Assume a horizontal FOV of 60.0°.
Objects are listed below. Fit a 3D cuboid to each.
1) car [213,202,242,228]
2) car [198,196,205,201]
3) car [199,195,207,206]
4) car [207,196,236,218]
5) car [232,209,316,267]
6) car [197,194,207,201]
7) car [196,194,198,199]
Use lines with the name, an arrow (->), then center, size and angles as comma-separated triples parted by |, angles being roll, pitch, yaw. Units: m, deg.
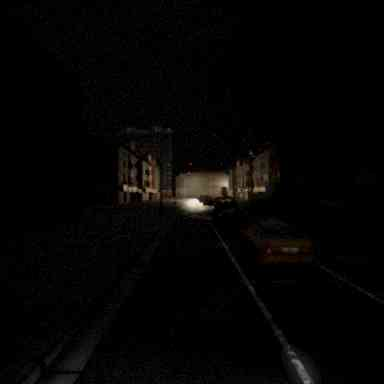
car -> 2.641, 1.581, 21.967 | 1.802, 1.307, 4.206 | 1, 0, 0
car -> 2.627, 1.747, 91.907 | 1.802, 1.307, 4.206 | 0, 0, 0
car -> 2.635, 1.590, 53.846 | 1.887, 1.381, 4.507 | 1, 0, 0
car -> 2.643, 1.318, 27.416 | 2.192, 1.841, 5.009 | 1, 0, 0
car -> 2.644, 1.522, 11.237 | 1.752, 1.417, 4.829 | 1, 0, 0
car -> 2.632, 1.633, 70.158 | 1.887, 1.381, 4.507 | 0, 0, 0
car -> 2.633, 1.420, 75.596 | 2.192, 1.841, 5.009 | 0, 0, 0
